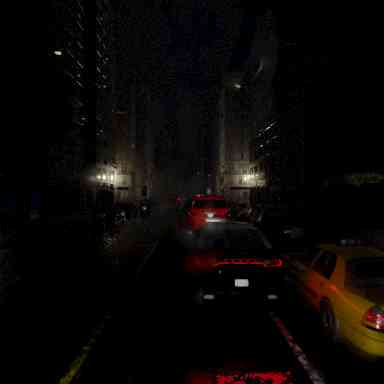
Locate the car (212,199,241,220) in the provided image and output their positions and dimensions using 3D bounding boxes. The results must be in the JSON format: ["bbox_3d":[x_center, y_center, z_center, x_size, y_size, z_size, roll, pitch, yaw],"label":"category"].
[{"bbox_3d":[2.825,1.438,28.157,1.967,1.590,4.097,0,0,0],"label":"car"}]

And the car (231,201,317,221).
[{"bbox_3d":[2.844,1.315,11.586,2.192,1.841,5.009,0,0,0],"label":"car"}]

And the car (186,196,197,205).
[{"bbox_3d":[-0.069,1.522,59.563,1.812,1.442,4.674,0,0,0],"label":"car"}]

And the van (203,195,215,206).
[{"bbox_3d":[2.794,1.338,55.776,1.690,1.788,3.998,0,0,0],"label":"van"}]

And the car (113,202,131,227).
[{"bbox_3d":[-5.695,1.565,22.610,1.947,1.339,4.313,0,0,0],"label":"car"}]

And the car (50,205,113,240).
[{"bbox_3d":[-5.688,1.544,17.085,1.887,1.381,4.507,0,0,0],"label":"car"}]

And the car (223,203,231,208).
[{"bbox_3d":[2.837,1.524,17.280,1.752,1.417,4.829,0,0,0],"label":"car"}]

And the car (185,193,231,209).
[{"bbox_3d":[0.878,1.222,18.471,2.150,2.045,5.566,0,0,0],"label":"car"}]

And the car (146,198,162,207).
[{"bbox_3d":[-5.726,1.563,50.236,1.947,1.339,4.313,0,0,0],"label":"car"}]

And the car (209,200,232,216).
[{"bbox_3d":[2.819,1.549,33.681,2.008,1.369,4.403,0,0,0],"label":"car"}]

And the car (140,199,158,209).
[{"bbox_3d":[-5.720,1.579,44.711,1.802,1.307,4.206,0,0,0],"label":"car"}]

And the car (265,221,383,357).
[{"bbox_3d":[2.850,1.525,6.233,1.752,1.417,4.829,0,0,0],"label":"car"}]

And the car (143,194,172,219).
[{"bbox_3d":[-3.135,1.350,29.005,2.097,1.767,4.553,0,0,0],"label":"car"}]

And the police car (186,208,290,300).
[{"bbox_3d":[0.888,1.425,8.551,1.930,1.638,5.238,0,0,0],"label":"police car"}]

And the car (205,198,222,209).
[{"bbox_3d":[2.806,1.563,44.728,1.947,1.339,4.313,0,0,0],"label":"car"}]

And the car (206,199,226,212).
[{"bbox_3d":[2.812,1.548,39.205,2.008,1.369,4.403,0,0,0],"label":"car"}]

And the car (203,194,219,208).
[{"bbox_3d":[2.800,1.312,50.252,2.192,1.841,5.009,0,0,0],"label":"car"}]

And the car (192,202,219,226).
[{"bbox_3d":[0.871,1.525,24.441,1.812,1.442,4.674,0,0,0],"label":"car"}]

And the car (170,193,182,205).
[{"bbox_3d":[-3.067,1.221,57.301,2.150,2.045,5.566,0,0,0],"label":"car"}]

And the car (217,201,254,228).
[{"bbox_3d":[2.831,1.439,22.634,1.967,1.590,4.097,0,0,0],"label":"car"}]

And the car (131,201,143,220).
[{"bbox_3d":[-5.701,1.564,28.135,1.947,1.339,4.313,0,0,0],"label":"car"}]

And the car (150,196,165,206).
[{"bbox_3d":[-5.732,1.437,55.761,1.967,1.590,4.097,0,0,0],"label":"car"}]
